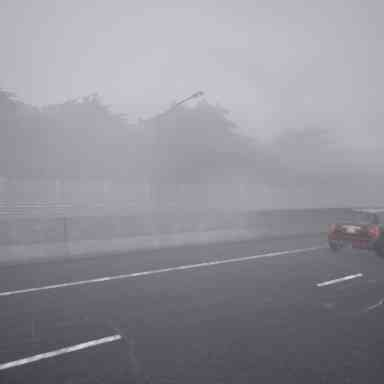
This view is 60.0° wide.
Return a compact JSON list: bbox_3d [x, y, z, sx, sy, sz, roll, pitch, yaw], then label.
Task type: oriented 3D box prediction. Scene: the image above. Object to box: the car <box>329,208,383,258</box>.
[{"bbox_3d":[7.647,1.479,13.552,4.553,1.767,2.097,1,0,-35],"label":"car"}]
